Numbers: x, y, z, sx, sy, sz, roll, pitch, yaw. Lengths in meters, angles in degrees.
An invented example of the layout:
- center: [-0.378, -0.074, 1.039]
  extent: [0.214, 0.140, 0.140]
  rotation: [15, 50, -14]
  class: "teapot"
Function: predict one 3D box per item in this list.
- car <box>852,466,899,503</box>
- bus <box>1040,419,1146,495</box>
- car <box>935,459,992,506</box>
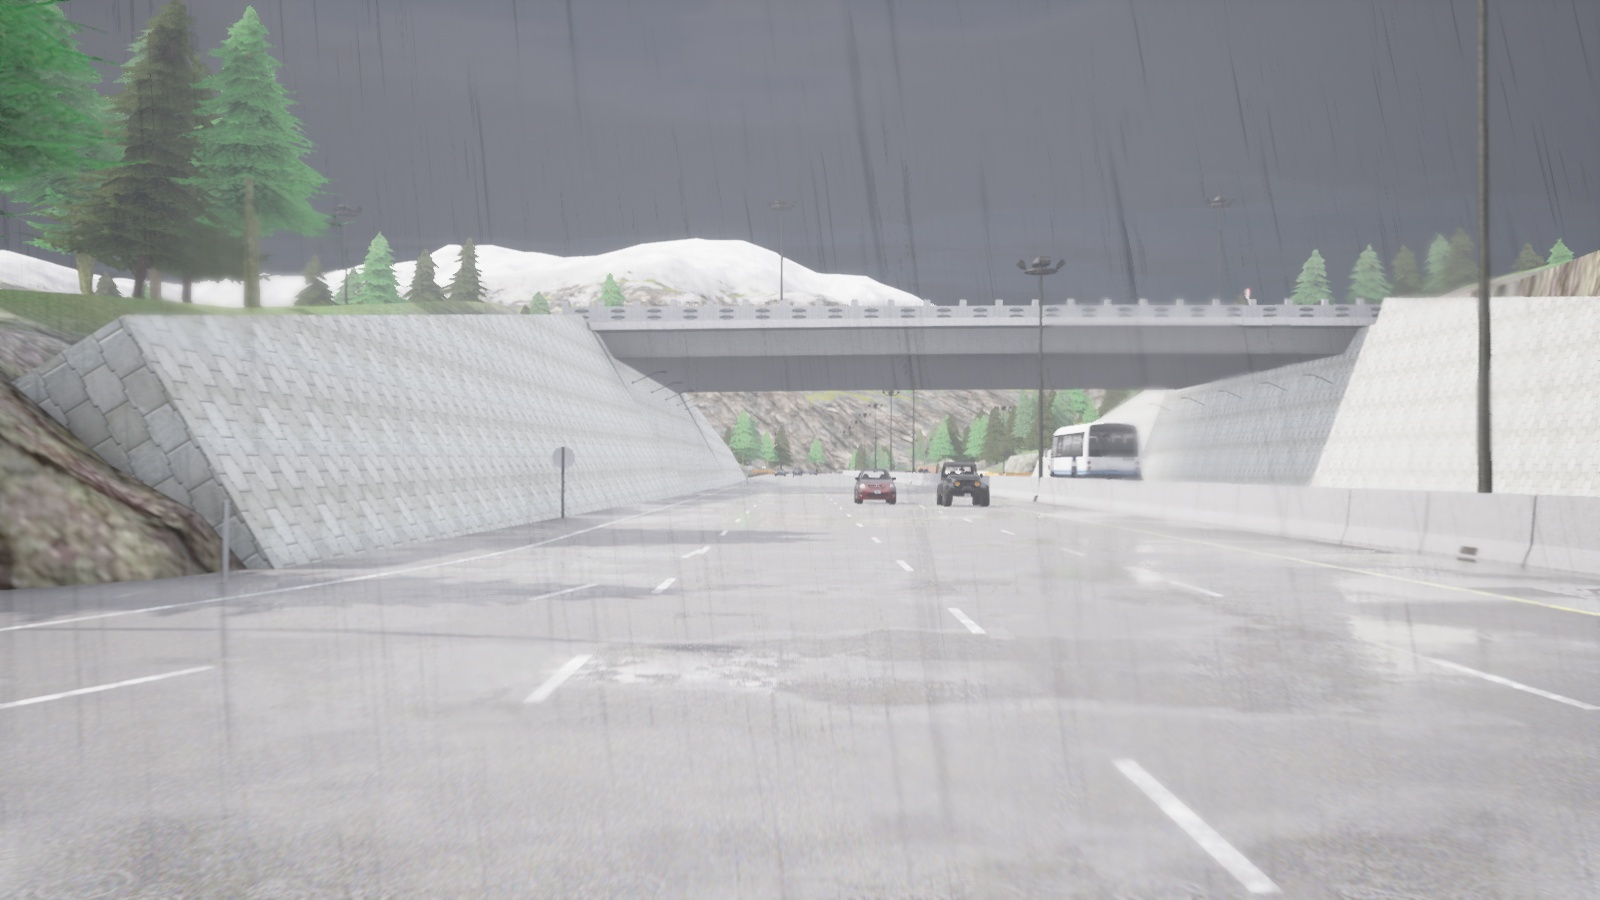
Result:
- center: [3.364, 1.516, 56.368]
  extent: [1.851, 1.617, 3.988]
  rotation: [0, -1, 0]
  class: "car"
- center: [17.314, 0.459, 75.144]
  extent: [3.944, 4.253, 10.273]
  rotation: [0, -1, 0]
  class: "bus"
- center: [6.872, 1.354, 53.225]
  extent: [1.905, 1.878, 3.866]
  rotation: [0, -1, 0]
  class: "car"
